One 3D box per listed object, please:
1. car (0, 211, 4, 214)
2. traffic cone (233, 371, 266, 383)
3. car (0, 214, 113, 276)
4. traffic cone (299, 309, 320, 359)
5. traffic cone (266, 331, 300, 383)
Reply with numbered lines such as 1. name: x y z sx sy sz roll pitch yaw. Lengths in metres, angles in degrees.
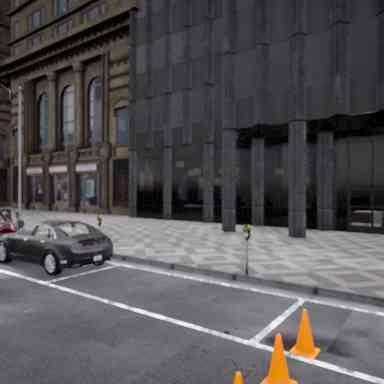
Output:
1. car: -8.908 1.402 13.472 4.097 1.590 1.967 0 0 36
2. traffic cone: 0.424 1.952 3.055 0.340 0.580 0.340 0 0 36
3. car: -4.292 1.527 10.167 4.403 1.369 2.008 0 0 36
4. traffic cone: 1.589 1.952 4.681 0.340 0.580 0.340 0 0 36
5. traffic cone: 1.006 1.952 3.868 0.340 0.580 0.340 0 0 36
